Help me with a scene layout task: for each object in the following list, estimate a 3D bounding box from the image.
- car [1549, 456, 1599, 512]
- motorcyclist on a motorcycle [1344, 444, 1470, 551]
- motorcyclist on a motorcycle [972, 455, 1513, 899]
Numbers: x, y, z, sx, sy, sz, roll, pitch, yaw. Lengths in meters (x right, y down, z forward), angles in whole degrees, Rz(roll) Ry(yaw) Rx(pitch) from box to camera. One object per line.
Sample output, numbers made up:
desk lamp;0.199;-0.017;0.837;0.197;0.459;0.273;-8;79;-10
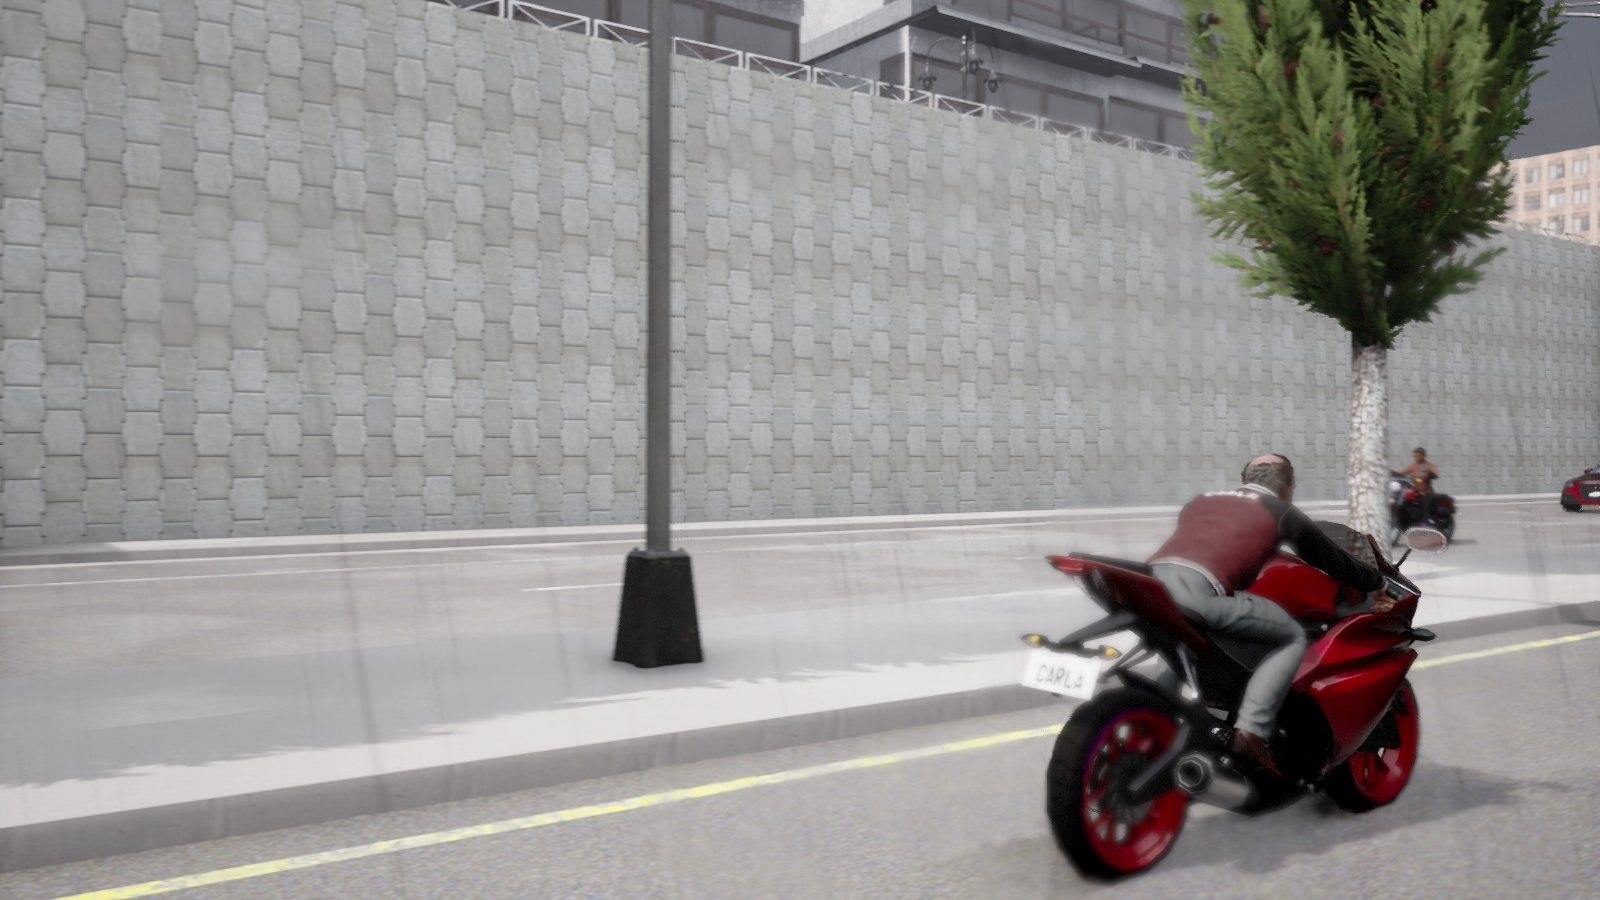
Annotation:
car;21.525;0.844;32.651;4.181;1.385;1.994;0;0;-35
motorcyclist on a motorcycle;9.801;0.725;20.226;2.350;1.649;0.766;0;0;-35
motorcyclist on a motorcycle;1.785;0.788;4.904;2.191;1.530;0.866;0;0;-35
